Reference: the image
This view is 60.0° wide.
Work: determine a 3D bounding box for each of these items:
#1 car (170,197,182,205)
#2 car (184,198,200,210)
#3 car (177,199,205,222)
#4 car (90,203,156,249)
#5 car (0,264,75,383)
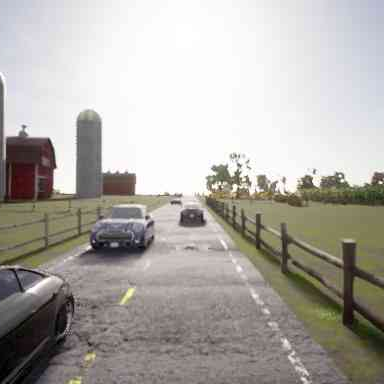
[{"bbox_3d":[-2.791,1.559,59.280,1.994,1.385,4.181,0,0,1],"label":"car"},{"bbox_3d":[0.070,1.555,43.532,1.994,1.385,4.181,0,0,0],"label":"car"},{"bbox_3d":[0.010,1.516,25.953,1.812,1.442,4.674,0,0,0],"label":"car"},{"bbox_3d":[-2.840,1.345,14.475,2.097,1.767,4.553,0,0,0],"label":"car"},{"bbox_3d":[-2.842,1.562,3.621,1.994,1.385,4.181,0,0,0],"label":"car"}]
